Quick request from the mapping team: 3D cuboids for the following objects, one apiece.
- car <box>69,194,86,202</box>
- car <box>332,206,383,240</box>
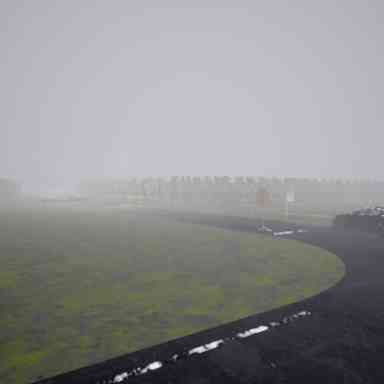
[{"bbox_3d":[-20.645,1.088,59.810,1.895,1.301,4.718,0,1,-36],"label":"car"},{"bbox_3d":[8.927,1.401,16.071,2.128,1.511,4.902,0,1,-17],"label":"car"}]
